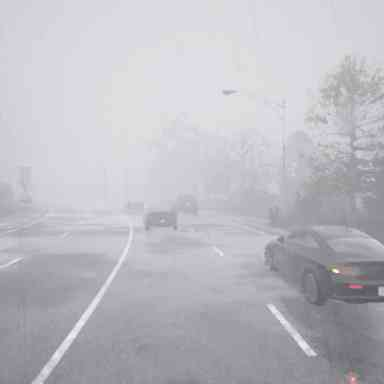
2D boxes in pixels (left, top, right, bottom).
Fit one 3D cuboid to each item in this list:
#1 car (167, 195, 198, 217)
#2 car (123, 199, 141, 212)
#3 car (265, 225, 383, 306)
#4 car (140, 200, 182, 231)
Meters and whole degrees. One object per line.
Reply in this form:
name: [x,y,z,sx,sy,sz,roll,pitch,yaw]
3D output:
car: [-1.023,1.258,32.017,2.150,2.045,5.566,0,0,-16]
car: [-6.934,1.534,38.977,1.882,1.535,5.008,0,0,-19]
car: [3.168,1.523,7.943,1.812,1.442,4.674,0,0,-4]
car: [-2.107,1.504,21.227,1.882,1.535,5.008,0,0,-10]
